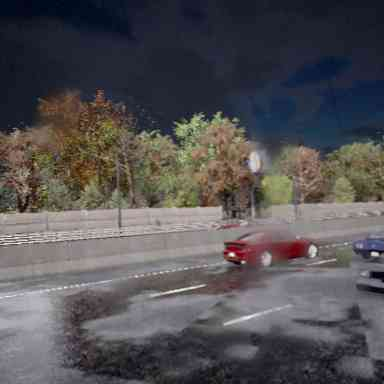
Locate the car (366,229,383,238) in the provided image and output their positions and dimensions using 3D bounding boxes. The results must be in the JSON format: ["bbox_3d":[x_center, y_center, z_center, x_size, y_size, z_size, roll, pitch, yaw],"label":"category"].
[{"bbox_3d":[9.256,2.234,14.752,4.718,1.301,1.895,0,-5,-34],"label":"car"}]

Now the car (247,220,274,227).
[{"bbox_3d":[8.765,3.715,35.685,4.902,1.511,2.128,0,-5,-34],"label":"car"}]

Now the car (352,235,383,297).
[{"bbox_3d":[6.401,1.877,8.633,5.357,1.411,2.033,0,-5,-34],"label":"car"}]

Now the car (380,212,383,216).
[{"bbox_3d":[38.015,4.245,63.686,5.008,1.535,1.882,0,-5,-34],"label":"car"}]

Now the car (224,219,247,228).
[{"bbox_3d":[6.389,4.071,38.283,4.674,1.442,1.812,0,-5,-34],"label":"car"}]

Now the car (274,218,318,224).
[{"bbox_3d":[10.924,3.394,32.938,4.902,1.511,2.128,0,-5,-34],"label":"car"}]

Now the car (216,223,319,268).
[{"bbox_3d":[3.705,2.444,15.230,5.008,1.535,1.882,0,-5,-34],"label":"car"}]

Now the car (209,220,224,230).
[{"bbox_3d":[4.246,4.219,41.060,4.553,1.767,2.097,0,-5,-34],"label":"car"}]
